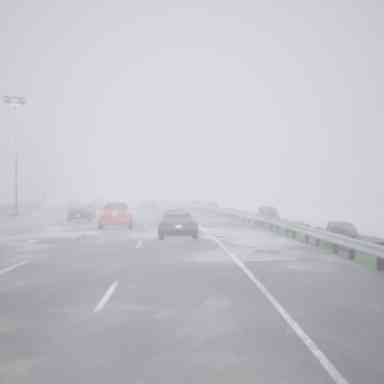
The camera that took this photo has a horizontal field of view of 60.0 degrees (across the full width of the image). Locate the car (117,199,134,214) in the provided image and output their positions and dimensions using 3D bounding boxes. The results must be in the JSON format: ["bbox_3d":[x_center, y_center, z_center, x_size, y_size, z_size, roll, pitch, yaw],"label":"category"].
[{"bbox_3d":[-7.668,1.625,38.034,1.812,1.442,4.674,-1,0,-12],"label":"car"}]

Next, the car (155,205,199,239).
[{"bbox_3d":[-0.801,1.580,17.481,1.994,1.385,4.181,-1,0,-5],"label":"car"}]

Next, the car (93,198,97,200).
[{"bbox_3d":[-15.886,1.745,55.666,2.033,1.411,5.357,-1,0,-21],"label":"car"}]

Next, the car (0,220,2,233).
[{"bbox_3d":[-11.103,1.606,16.077,1.882,1.535,5.008,0,0,-6],"label":"car"}]

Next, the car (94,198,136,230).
[{"bbox_3d":[-4.875,1.414,22.090,2.097,1.767,4.553,-1,0,-7],"label":"car"}]

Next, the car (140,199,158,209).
[{"bbox_3d":[-6.047,1.686,46.465,1.895,1.301,4.718,-1,0,-15],"label":"car"}]

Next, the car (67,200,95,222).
[{"bbox_3d":[-9.102,1.637,27.654,1.812,1.442,4.674,0,0,-10],"label":"car"}]
